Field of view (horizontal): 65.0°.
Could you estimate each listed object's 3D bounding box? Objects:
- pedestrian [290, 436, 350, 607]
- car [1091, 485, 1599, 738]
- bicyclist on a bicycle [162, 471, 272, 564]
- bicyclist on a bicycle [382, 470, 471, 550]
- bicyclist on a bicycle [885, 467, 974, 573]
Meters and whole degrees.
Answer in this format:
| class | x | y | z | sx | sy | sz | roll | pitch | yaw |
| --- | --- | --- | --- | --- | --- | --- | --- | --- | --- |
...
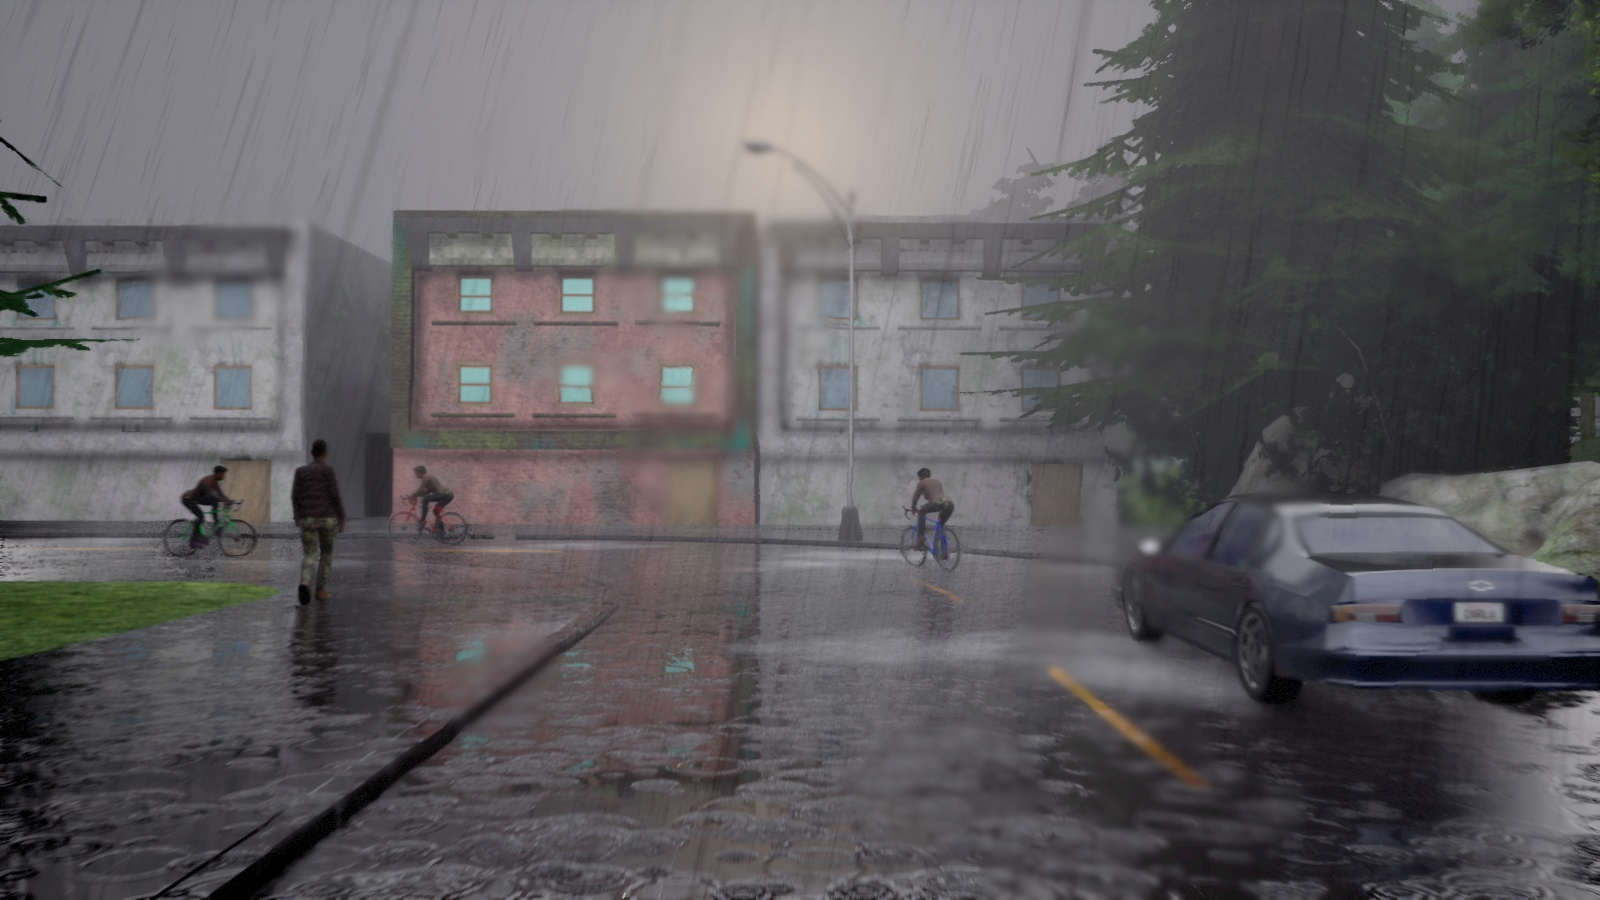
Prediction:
| class | x | y | z | sx | sy | sz | roll | pitch | yaw |
| --- | --- | --- | --- | --- | --- | --- | --- | --- | --- |
| pedestrian | -5.298 | 0.778 | 13.883 | 0.431 | 1.840 | 0.703 | 0 | -1 | -4 |
| car | 3.972 | 1.014 | 10.003 | 2.033 | 1.411 | 5.357 | 0 | -1 | 0 |
| bicyclist on a bicycle | -10.316 | 1.181 | 22.244 | 1.656 | 1.620 | 0.582 | 0 | -1 | 0 |
| bicyclist on a bicycle | -7.732 | 1.234 | 26.030 | 1.656 | 1.620 | 0.582 | -1 | 0 | 5 |
| bicyclist on a bicycle | 2.066 | 1.100 | 20.233 | 0.582 | 1.620 | 1.656 | -1 | -1 | -28 |
